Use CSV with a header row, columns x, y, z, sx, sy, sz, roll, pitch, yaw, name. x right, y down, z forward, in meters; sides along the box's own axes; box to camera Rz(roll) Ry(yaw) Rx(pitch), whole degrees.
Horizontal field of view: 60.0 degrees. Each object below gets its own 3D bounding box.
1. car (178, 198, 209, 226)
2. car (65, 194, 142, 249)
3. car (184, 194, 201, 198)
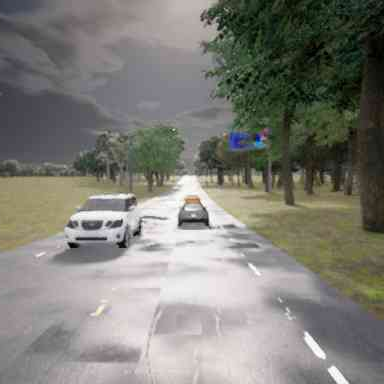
x,y,z,sx,sy,sz,roll,pitch,yaw,name
0.094,1.353,21.801,1.994,1.385,4.181,0,1,0,car
-3.501,1.108,14.277,2.150,2.045,5.566,0,1,0,car
0.093,0.982,39.153,1.882,1.535,5.008,0,1,0,car
